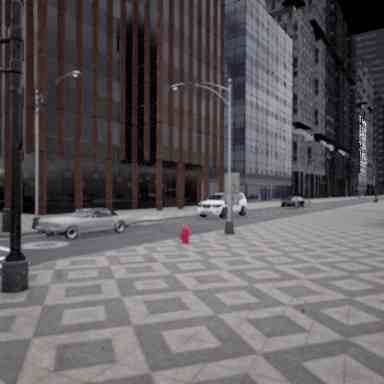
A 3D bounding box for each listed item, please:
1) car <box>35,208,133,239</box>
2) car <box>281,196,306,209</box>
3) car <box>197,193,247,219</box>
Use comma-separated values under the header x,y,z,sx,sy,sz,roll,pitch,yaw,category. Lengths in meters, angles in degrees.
x,y,z,sx,sy,sz,roll,pitch,yaw,category
-5.281,1.489,16.834,1.895,1.301,4.718,0,0,35,car
12.906,1.290,42.281,1.882,1.535,5.008,0,0,36,car
2.690,1.073,28.043,2.150,2.045,5.566,0,0,35,car
